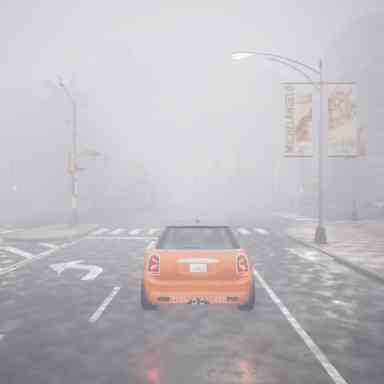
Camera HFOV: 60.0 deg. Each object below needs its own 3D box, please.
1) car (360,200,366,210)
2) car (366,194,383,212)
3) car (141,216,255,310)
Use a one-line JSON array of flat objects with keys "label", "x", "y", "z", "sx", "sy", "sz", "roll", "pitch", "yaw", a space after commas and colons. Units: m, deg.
[{"label": "car", "x": 23.205, "y": 1.221, "z": 39.735, "sx": 5.566, "sy": 2.045, "sz": 2.150, "roll": 0, "pitch": 0, "yaw": 1}, {"label": "car", "x": 22.078, "y": 1.352, "z": 36.239, "sx": 4.553, "sy": 1.767, "sz": 2.097, "roll": 0, "pitch": 0, "yaw": 1}, {"label": "car", "x": 0.111, "y": 1.352, "z": 7.957, "sx": 2.097, "sy": 1.767, "sz": 4.553, "roll": 0, "pitch": 0, "yaw": 0}]
